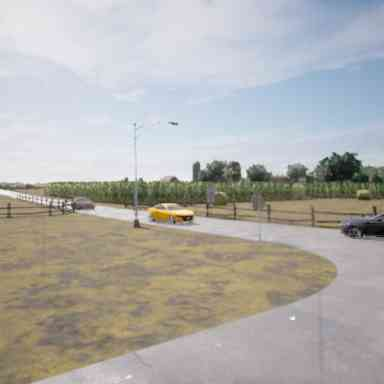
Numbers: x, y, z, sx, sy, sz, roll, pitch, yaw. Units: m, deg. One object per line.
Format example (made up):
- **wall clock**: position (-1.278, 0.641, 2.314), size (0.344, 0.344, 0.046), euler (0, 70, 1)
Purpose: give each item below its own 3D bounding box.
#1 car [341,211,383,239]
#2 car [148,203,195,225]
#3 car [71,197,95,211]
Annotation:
- **car**: position (9.782, 1.570, 16.190), size (4.674, 1.442, 1.812), euler (-1, 2, 31)
- **car**: position (-1.727, 1.689, 26.582), size (1.882, 1.535, 5.008), euler (-1, 1, -35)
- **car**: position (-14.664, 1.501, 44.815), size (2.097, 1.767, 4.553), euler (-1, 1, -35)
